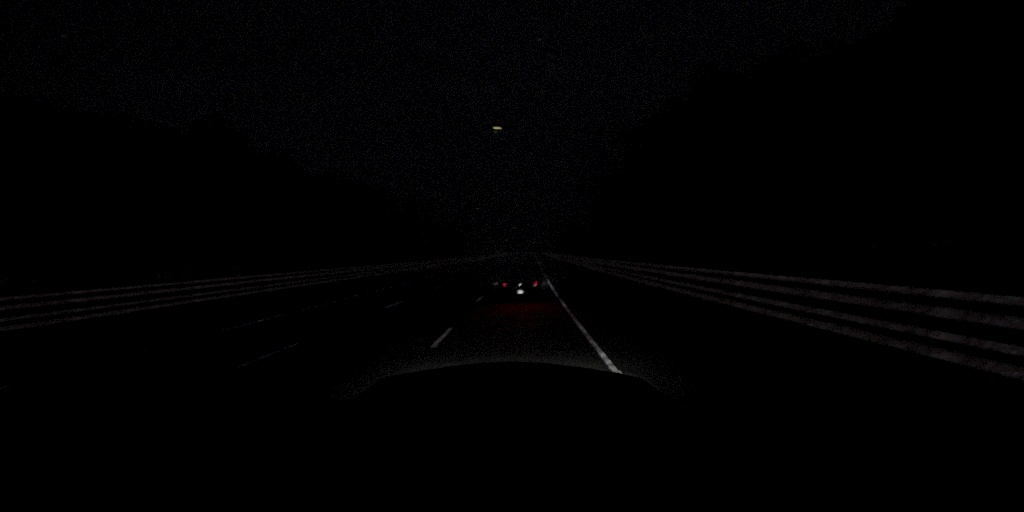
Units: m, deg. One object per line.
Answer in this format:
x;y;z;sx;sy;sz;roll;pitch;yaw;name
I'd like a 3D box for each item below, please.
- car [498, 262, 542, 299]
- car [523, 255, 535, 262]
0.438;1.194;17.160;1.895;1.301;4.718;-2;1;3;car
3.068;0.538;63.028;1.837;1.490;4.892;-2;1;3;car
